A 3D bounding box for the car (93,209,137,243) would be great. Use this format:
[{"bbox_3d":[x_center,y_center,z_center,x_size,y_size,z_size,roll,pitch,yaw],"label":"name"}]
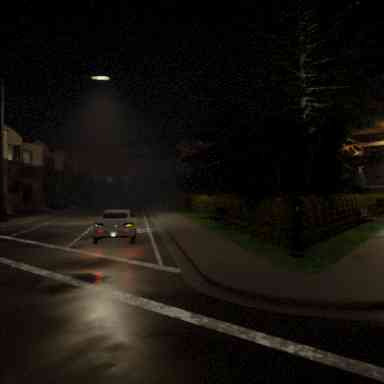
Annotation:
[{"bbox_3d":[-3.662,1.531,16.122,1.812,1.442,4.674,0,0,-10],"label":"car"}]
